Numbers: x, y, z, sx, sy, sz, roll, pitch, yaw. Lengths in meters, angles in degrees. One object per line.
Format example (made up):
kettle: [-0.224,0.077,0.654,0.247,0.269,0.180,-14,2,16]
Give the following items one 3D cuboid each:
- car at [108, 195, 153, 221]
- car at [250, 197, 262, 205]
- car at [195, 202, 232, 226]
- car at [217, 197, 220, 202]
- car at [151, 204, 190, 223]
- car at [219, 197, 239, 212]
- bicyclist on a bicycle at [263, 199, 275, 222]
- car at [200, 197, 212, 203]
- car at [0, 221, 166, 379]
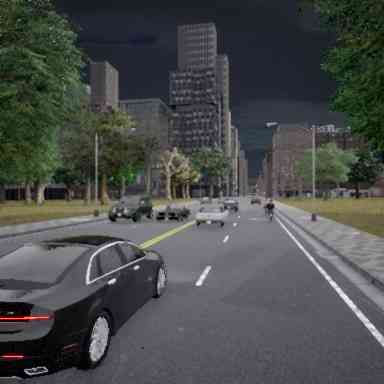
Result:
car: [-4.739,1.293,26.712,2.150,2.045,5.566,0,0,11]
car: [12.264,1.724,63.544,1.837,1.490,4.892,0,0,11]
car: [1.530,1.659,23.785,1.895,1.301,4.718,0,0,11]
car: [6.151,1.731,66.856,2.128,1.511,4.902,0,0,11]
car: [-1.458,1.670,26.577,1.895,1.301,4.718,0,0,11]
car: [4.774,1.648,41.228,1.812,1.442,4.674,0,0,10]
bicyclist on a bicycle: [5.789,1.429,24.564,0.659,1.776,1.843,0,0,11]
car: [2.807,1.761,66.662,1.812,1.442,4.674,0,0,11]
car: [-1.825,1.517,5.817,1.837,1.490,4.892,0,0,11]
